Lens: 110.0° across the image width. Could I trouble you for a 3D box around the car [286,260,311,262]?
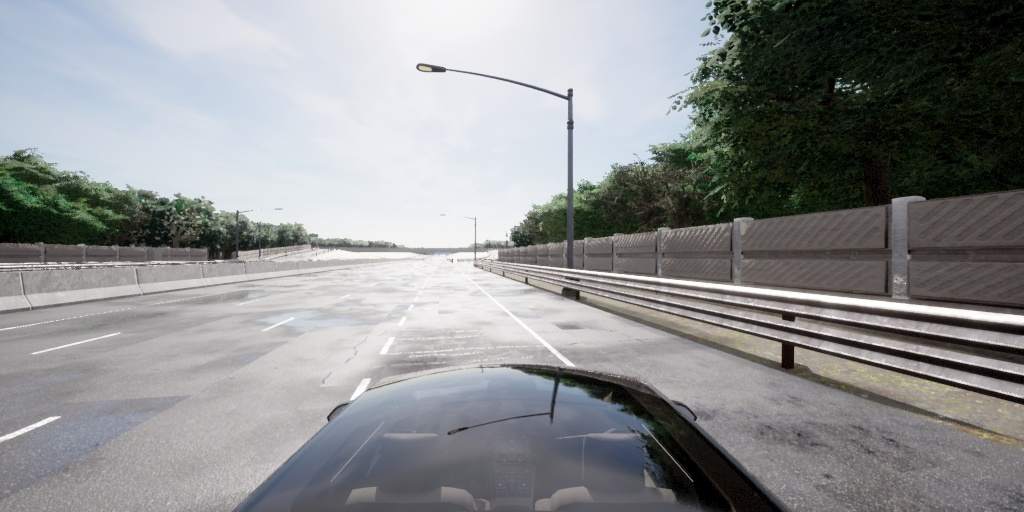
[{"bbox_3d":[-31.153,1.293,53.535,2.128,1.511,4.902,0,0,-10],"label":"car"}]
